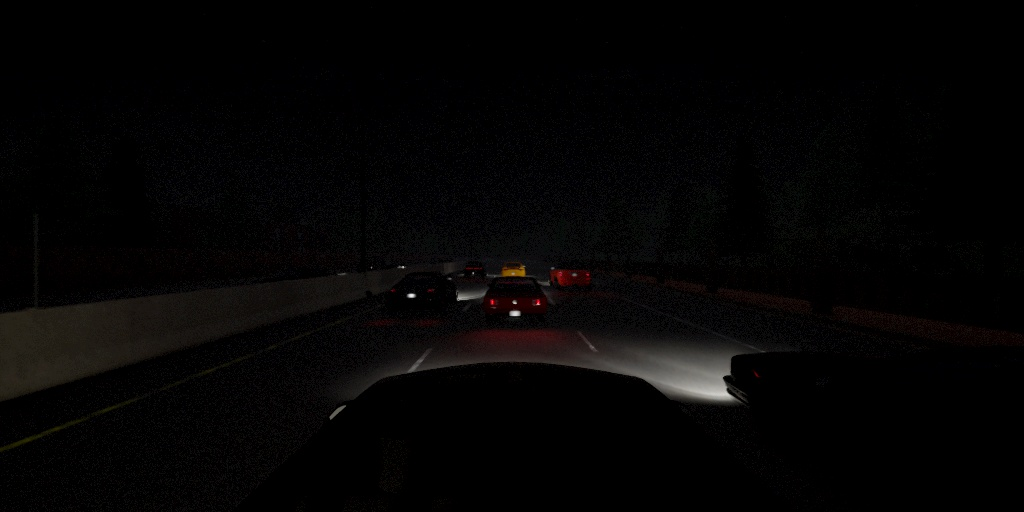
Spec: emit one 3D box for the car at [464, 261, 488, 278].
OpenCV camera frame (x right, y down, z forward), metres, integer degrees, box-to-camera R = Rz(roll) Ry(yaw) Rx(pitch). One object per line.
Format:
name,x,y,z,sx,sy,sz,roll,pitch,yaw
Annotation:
car,-3.408,1.251,33.940,1.837,1.490,4.892,0,0,0

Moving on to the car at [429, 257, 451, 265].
car,-10.576,1.246,52.316,1.837,1.490,4.892,0,1,0

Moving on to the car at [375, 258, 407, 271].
car,-14.102,1.291,42.983,2.033,1.411,5.357,0,0,0

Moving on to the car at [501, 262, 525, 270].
car,0.092,1.225,30.287,1.882,1.535,5.008,0,0,0

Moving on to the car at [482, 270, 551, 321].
car,0.081,1.349,12.423,1.895,1.301,4.718,0,0,0

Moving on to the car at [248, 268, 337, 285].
car,-10.605,1.294,17.826,2.033,1.411,5.357,0,0,0

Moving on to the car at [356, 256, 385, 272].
car,-17.592,0.967,45.146,2.150,2.045,5.566,0,0,0

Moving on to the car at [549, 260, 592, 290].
car,3.596,1.100,22.719,2.097,1.767,4.553,0,0,0

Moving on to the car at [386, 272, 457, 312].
car,-3.403,1.312,14.135,1.994,1.385,4.181,0,0,0

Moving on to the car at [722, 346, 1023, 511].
car,3.600,1.298,2.075,2.033,1.411,5.357,0,0,0
